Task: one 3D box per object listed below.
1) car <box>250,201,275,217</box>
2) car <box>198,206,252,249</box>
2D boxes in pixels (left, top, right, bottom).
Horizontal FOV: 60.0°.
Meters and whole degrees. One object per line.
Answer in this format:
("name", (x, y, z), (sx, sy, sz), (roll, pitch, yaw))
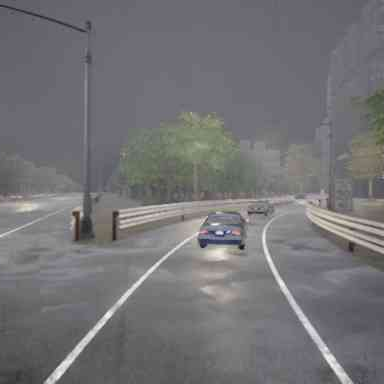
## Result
("car", (6.731, 1.572, 32.213), (2.033, 1.411, 5.357), (0, 0, 23))
("car", (1.491, 1.556, 14.766), (2.033, 1.411, 5.357), (0, 0, 11))
